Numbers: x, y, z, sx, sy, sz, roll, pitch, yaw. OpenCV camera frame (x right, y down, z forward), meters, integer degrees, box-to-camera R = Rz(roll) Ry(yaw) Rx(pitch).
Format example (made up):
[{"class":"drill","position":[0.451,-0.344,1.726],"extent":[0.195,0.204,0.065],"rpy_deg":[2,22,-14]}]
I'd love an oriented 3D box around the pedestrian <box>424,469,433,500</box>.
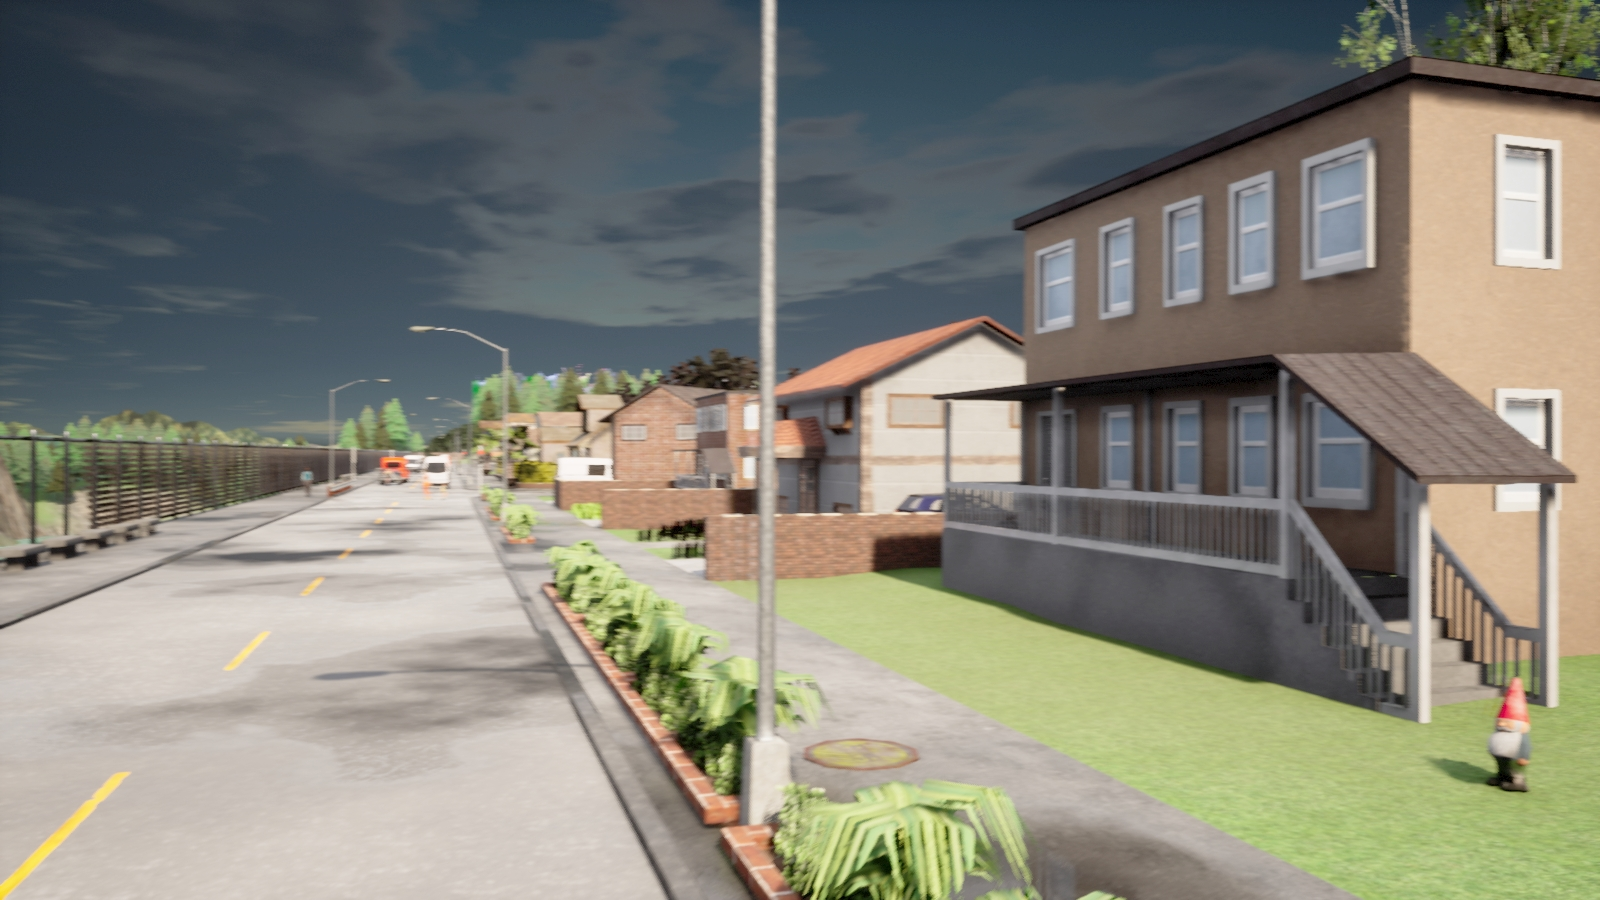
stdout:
[{"class":"pedestrian","position":[-22.466,2.078,69.128],"extent":[0.375,1.860,0.375],"rpy_deg":[0,0,12]}]

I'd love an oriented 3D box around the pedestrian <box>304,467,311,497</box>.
[{"class":"pedestrian","position":[-30.038,1.949,69.675],"extent":[0.375,1.860,0.375],"rpy_deg":[0,0,-28]}]

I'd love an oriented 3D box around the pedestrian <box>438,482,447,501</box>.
[{"class":"pedestrian","position":[-21.353,2.458,68.305],"extent":[0.500,1.100,0.500],"rpy_deg":[0,0,-15]}]
